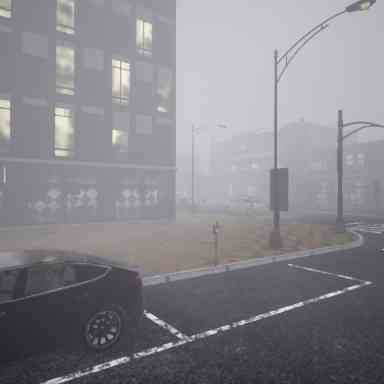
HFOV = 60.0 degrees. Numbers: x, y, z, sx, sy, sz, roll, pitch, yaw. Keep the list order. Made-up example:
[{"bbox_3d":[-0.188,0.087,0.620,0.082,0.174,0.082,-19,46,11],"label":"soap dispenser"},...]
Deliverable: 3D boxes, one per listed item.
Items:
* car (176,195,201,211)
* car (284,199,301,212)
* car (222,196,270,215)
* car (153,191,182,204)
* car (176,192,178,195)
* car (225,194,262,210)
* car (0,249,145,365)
[{"bbox_3d":[-0.832,1.231,33.700,1.802,1.307,4.206,1,0,-36],"label":"car"},{"bbox_3d":[9.205,1.340,34.206,1.802,1.307,4.206,1,0,-36],"label":"car"},{"bbox_3d":[4.716,1.260,30.523,1.812,1.442,4.674,0,1,-37],"label":"car"},{"bbox_3d":[-3.949,0.793,52.065,2.192,1.841,5.009,1,0,-36],"label":"car"},{"bbox_3d":[-0.665,1.101,47.601,2.008,1.369,4.403,1,0,-36],"label":"car"},{"bbox_3d":[5.917,1.130,38.672,1.967,1.590,4.097,1,0,-36],"label":"car"},{"bbox_3d":[-2.738,1.566,4.601,4.313,1.339,1.947,0,0,-36],"label":"car"}]
